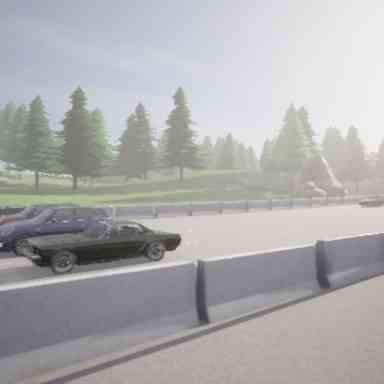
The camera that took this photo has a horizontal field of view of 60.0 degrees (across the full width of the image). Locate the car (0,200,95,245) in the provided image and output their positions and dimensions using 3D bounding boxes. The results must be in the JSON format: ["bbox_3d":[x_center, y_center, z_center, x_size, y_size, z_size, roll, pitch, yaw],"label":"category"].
[{"bbox_3d":[-7.288,1.348,15.987,4.553,1.767,2.097,0,0,-35],"label":"car"}]

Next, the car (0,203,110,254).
[{"bbox_3d":[-5.244,1.348,13.147,4.553,1.767,2.097,0,0,-35],"label":"car"}]

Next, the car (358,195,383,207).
[{"bbox_3d":[23.222,1.131,42.014,5.357,1.411,2.033,-1,1,-35],"label":"car"}]

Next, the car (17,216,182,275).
[{"bbox_3d":[-2.747,1.595,10.631,4.718,1.301,1.895,0,0,-35],"label":"car"}]

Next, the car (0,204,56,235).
[{"bbox_3d":[-10.232,1.501,18.187,4.892,1.490,1.837,0,0,-35],"label":"car"}]
